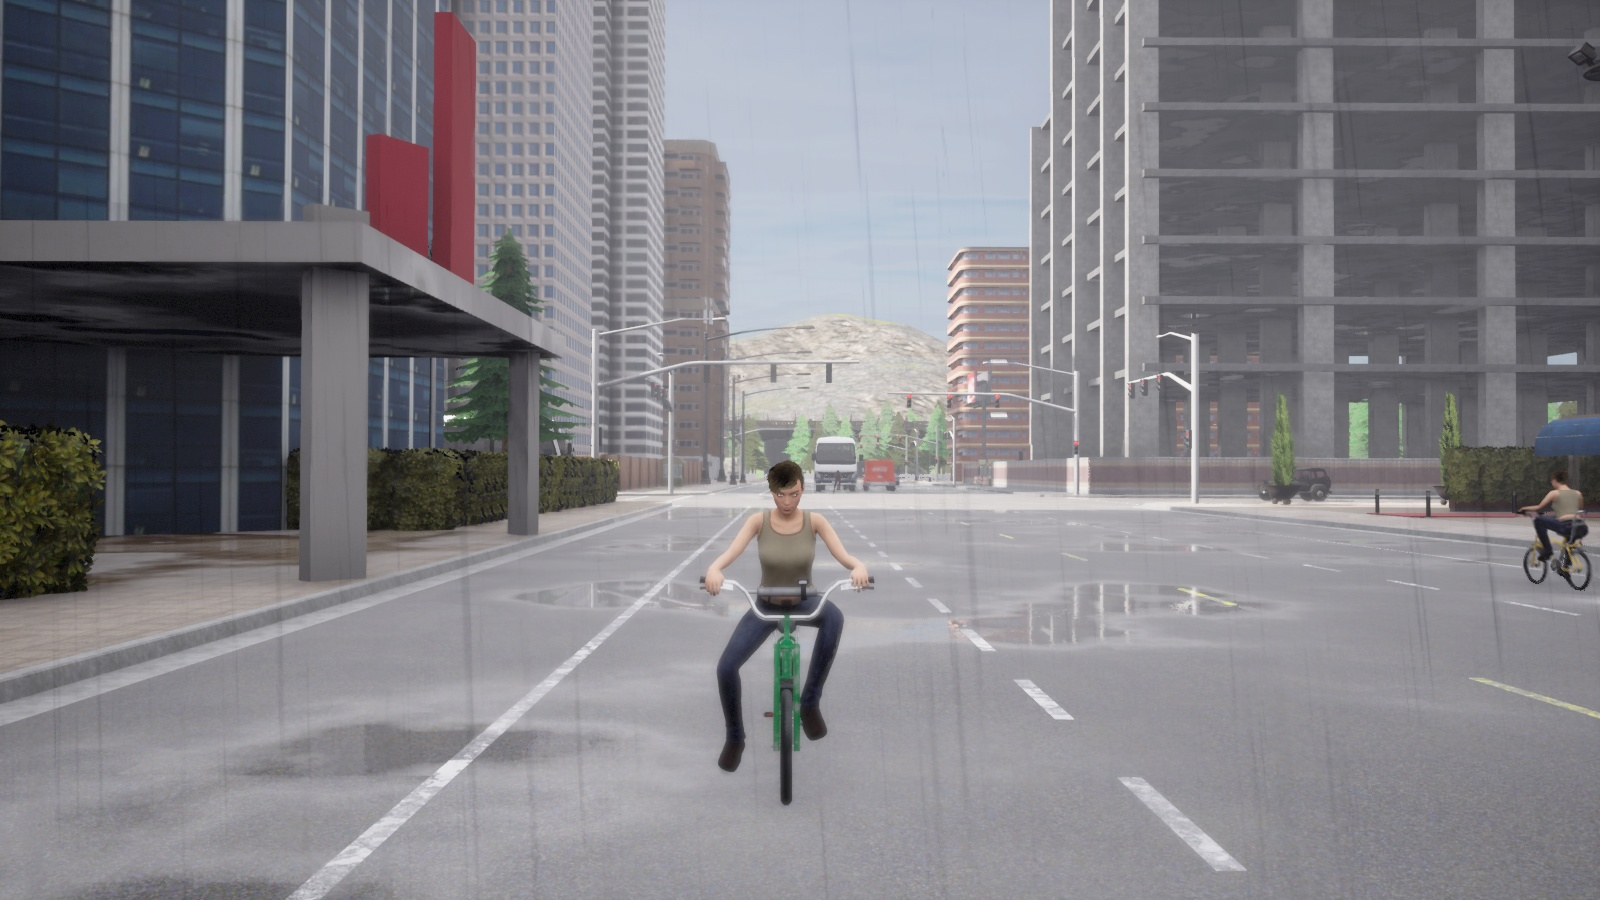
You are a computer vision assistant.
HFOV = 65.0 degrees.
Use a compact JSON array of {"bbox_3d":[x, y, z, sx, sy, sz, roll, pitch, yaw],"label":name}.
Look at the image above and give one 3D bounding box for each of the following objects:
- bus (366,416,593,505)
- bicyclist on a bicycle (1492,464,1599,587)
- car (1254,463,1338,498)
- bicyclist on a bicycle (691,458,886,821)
[{"bbox_3d":[-15.772,0.549,62.540,10.273,4.253,3.944,0,-1,0],"label":"bus"},{"bbox_3d":[10.359,0.998,17.230,0.866,1.612,1.509,0,-1,0],"label":"bicyclist on a bicycle"},{"bbox_3d":[27.429,1.666,69.556,3.866,1.878,1.905,0,-1,0],"label":"car"},{"bbox_3d":[-0.061,0.858,6.372,0.866,1.612,1.509,0,-1,-1],"label":"bicyclist on a bicycle"}]
